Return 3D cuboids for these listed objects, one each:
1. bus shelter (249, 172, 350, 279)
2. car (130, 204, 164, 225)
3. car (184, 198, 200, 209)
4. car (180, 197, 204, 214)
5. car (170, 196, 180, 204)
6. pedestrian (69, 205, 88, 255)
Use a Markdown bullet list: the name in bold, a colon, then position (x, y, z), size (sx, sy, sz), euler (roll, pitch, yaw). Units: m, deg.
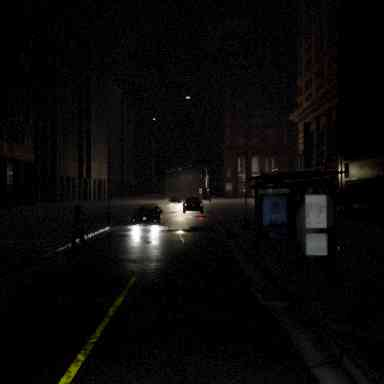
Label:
- **bus shelter**: position (3.114, 0.876, 10.548), size (1.920, 2.740, 3.880), euler (0, 0, 0)
- **car**: position (-3.120, 1.559, 23.852), size (1.994, 1.385, 4.181), euler (0, 0, 0)
- **car**: position (0.030, 1.538, 45.601), size (1.994, 1.385, 4.181), euler (0, 0, 0)
- **car**: position (0.068, 1.337, 35.757), size (2.097, 1.767, 4.553), euler (0, 0, -2)
- **car**: position (-3.109, 1.468, 62.839), size (1.812, 1.442, 4.674), euler (0, 0, 0)
- **pedestrian**: position (-4.034, 1.293, 11.837), size (0.375, 1.860, 0.375), euler (1, -1, -10)
